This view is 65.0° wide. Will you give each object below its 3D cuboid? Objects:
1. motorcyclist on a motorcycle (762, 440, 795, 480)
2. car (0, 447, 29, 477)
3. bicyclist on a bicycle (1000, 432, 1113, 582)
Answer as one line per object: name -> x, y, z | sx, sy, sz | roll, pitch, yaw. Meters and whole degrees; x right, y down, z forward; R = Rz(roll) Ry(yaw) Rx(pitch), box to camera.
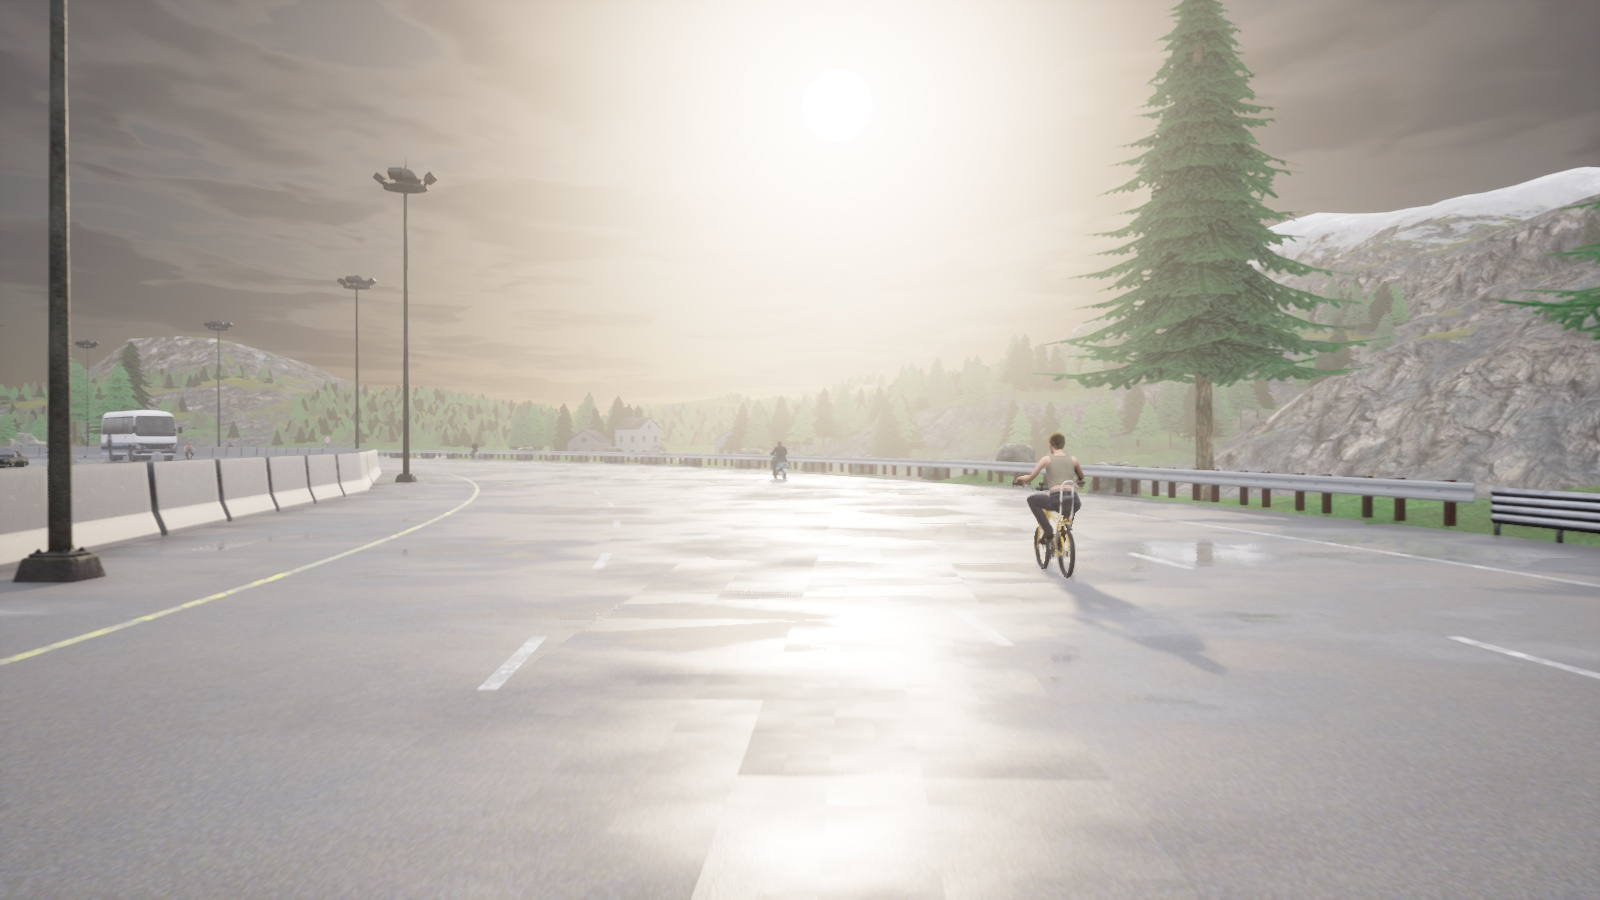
motorcyclist on a motorcycle -> -0.880, 0.408, 51.669 | 0.866, 1.590, 1.817 | -1, 1, -17
car -> -35.978, 0.505, 56.124 | 1.895, 1.301, 4.718 | 0, 0, -23
bicyclist on a bicycle -> 2.880, 0.605, 14.234 | 0.866, 1.612, 1.509 | 0, 0, -5
